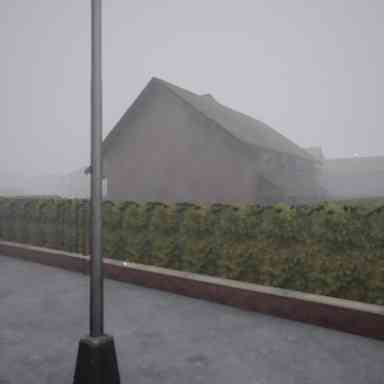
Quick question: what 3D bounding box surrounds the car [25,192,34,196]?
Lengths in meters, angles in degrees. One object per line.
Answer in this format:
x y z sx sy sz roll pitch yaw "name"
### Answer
-34.281 1.030 70.694 3.866 1.878 1.905 0 0 36 "car"
